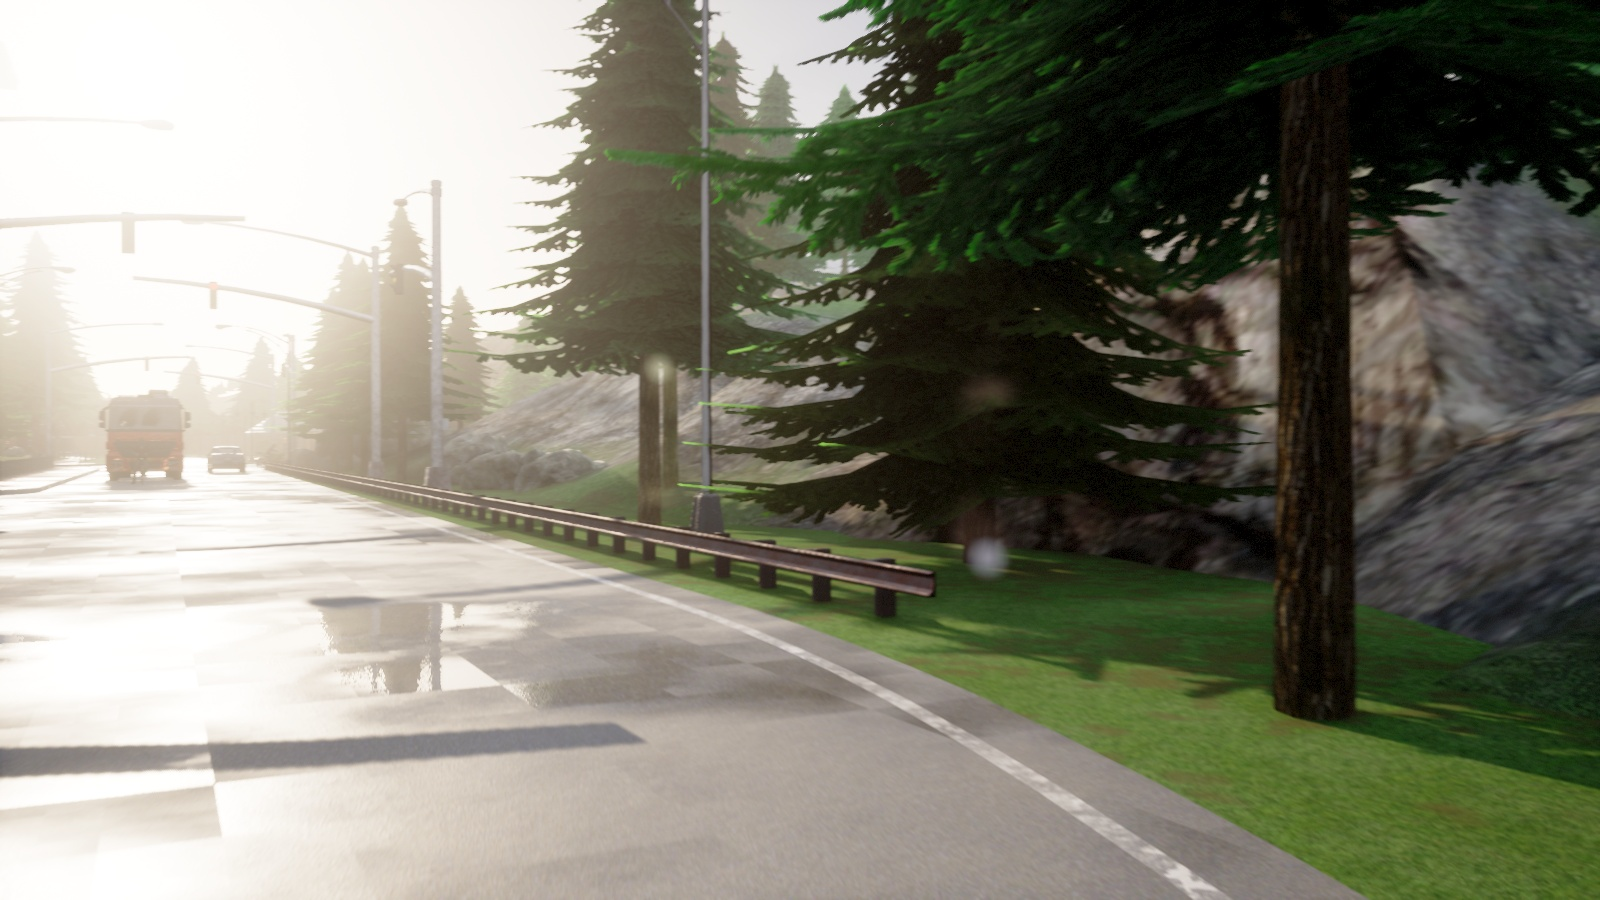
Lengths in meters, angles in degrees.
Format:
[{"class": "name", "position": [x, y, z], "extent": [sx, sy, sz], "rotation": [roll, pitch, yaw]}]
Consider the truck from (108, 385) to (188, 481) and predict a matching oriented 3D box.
[{"class": "truck", "position": [-28.308, -0.706, 54.755], "extent": [2.891, 3.827, 8.468], "rotation": [0, 0, -26]}]

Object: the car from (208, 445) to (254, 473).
[{"class": "car", "position": [-30.023, 0.443, 66.139], "extent": [2.033, 1.411, 5.357], "rotation": [0, 0, -26]}]

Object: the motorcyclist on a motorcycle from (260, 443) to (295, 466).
[{"class": "motorcyclist on a motorcycle", "position": [-34.265, 0.279, 82.320], "extent": [2.044, 1.523, 0.797], "rotation": [0, 0, -26]}]
